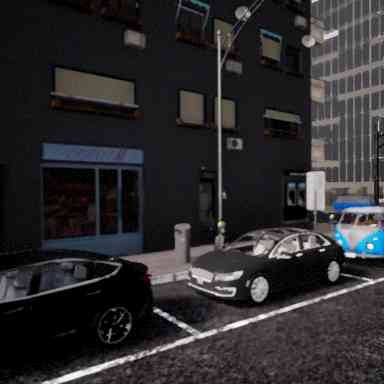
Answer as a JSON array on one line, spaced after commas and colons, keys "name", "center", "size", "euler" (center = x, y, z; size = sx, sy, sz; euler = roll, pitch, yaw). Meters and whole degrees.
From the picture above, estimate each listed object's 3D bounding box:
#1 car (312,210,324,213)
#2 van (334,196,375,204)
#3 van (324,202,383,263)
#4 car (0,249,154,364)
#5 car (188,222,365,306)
[{"name": "car", "center": [12.443, 1.507, 36.437], "size": [1.947, 1.339, 4.313], "euler": [0, 1, -35]}, {"name": "van", "center": [15.639, 1.308, 31.931], "size": [1.690, 1.788, 3.998], "euler": [0, 1, -35]}, {"name": "van", "center": [6.490, 1.379, 11.257], "size": [3.998, 1.788, 1.690], "euler": [0, -1, -36]}, {"name": "car", "center": [-2.606, 1.568, 4.715], "size": [4.313, 1.339, 1.947], "euler": [0, -1, -36]}, {"name": "car", "center": [1.943, 1.571, 7.985], "size": [4.403, 1.369, 2.008], "euler": [0, -1, -36]}]
